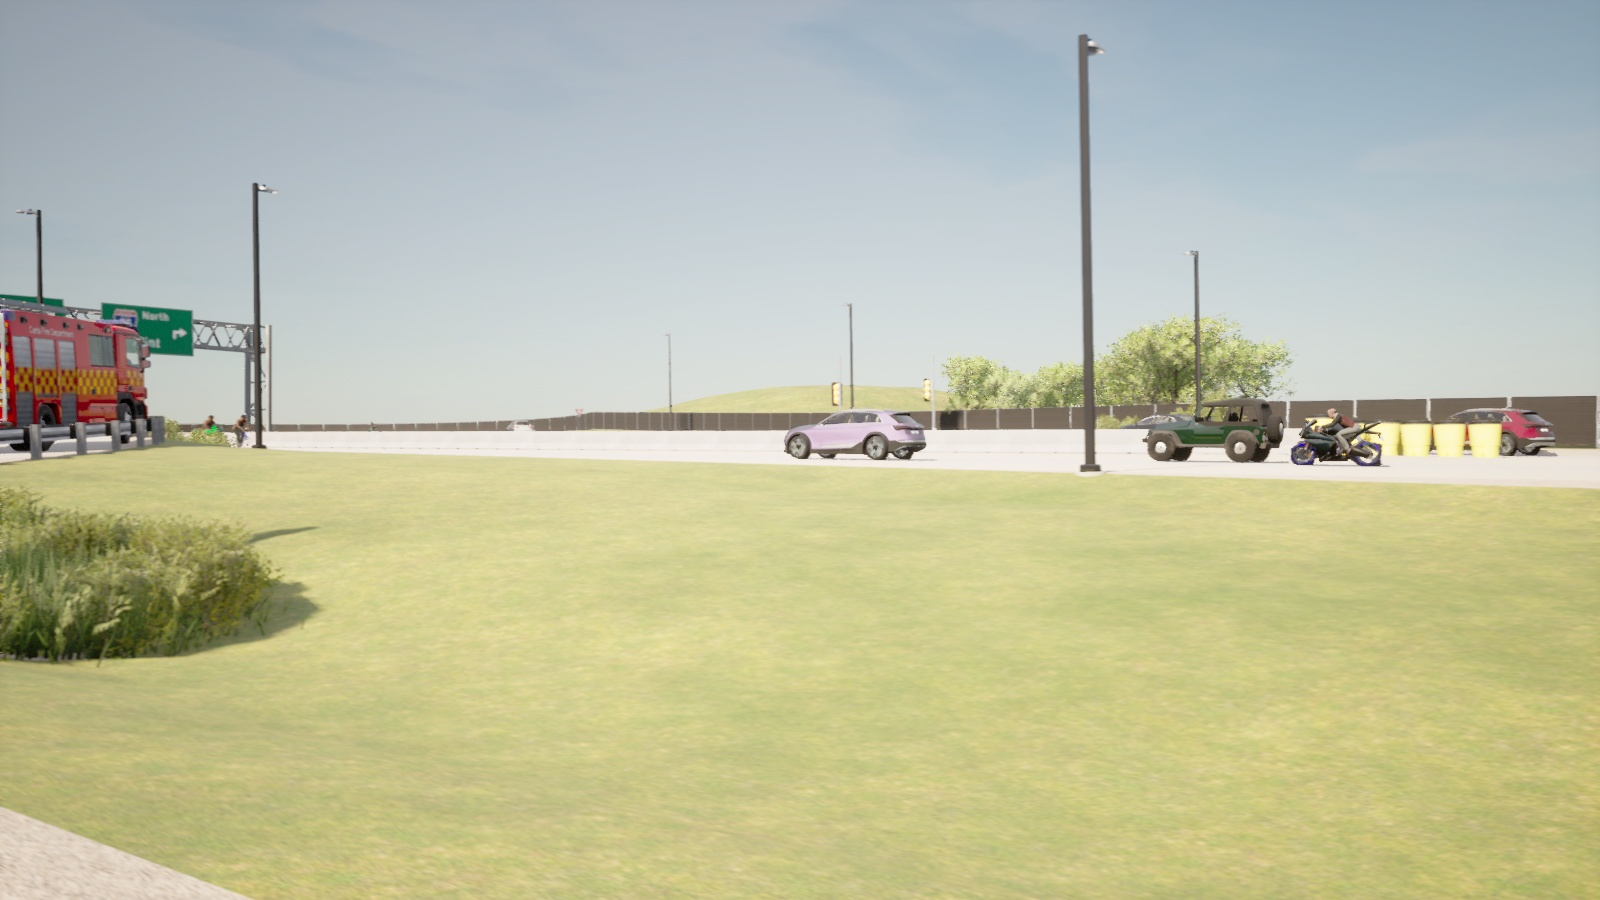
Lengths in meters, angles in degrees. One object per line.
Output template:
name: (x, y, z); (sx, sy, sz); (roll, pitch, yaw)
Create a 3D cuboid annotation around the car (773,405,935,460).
car: (1.703, -0.530, 40.443); (4.856, 1.649, 2.033); (0, 1, 34)

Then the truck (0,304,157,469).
truck: (-20.208, -1.616, 33.242); (2.891, 3.827, 8.468); (-2, 2, -8)

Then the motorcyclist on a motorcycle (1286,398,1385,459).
motorcyclist on a motorcycle: (13.734, -0.536, 32.241); (2.191, 1.530, 0.866); (-1, 1, 34)

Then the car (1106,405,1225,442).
car: (16.096, -1.163, 55.579); (2.128, 1.511, 4.902); (-2, 2, -31)

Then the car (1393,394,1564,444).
car: (23.605, -1.062, 43.885); (2.033, 1.649, 4.856); (-2, 1, -35)

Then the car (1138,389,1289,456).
car: (12.309, -0.802, 37.444); (3.866, 1.878, 1.905); (-1, 1, 34)
